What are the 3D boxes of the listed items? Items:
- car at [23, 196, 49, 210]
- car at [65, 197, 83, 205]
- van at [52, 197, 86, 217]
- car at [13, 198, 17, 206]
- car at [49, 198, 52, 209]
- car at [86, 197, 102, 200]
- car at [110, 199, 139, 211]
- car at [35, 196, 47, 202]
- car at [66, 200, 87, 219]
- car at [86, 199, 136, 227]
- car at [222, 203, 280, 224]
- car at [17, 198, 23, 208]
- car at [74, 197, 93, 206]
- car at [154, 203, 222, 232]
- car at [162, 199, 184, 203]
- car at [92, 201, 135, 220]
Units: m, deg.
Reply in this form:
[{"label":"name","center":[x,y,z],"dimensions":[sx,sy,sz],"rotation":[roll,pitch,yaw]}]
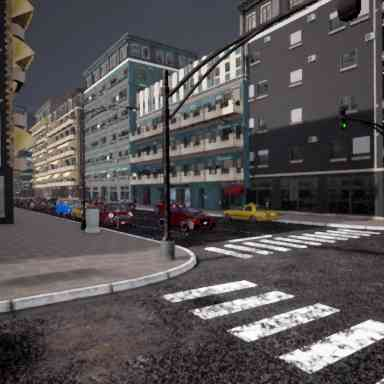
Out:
[{"label":"car","center":[-21.869,1.627,46.489],"dimensions":[1.967,1.590,4.097],"rotation":[-1,1,-36]},{"label":"car","center":[-21.478,1.644,60.366],"dimensions":[2.008,1.369,4.403],"rotation":[-1,1,-36]},{"label":"van","center":[-12.223,1.482,32.975],"dimensions":[1.690,1.788,3.998],"rotation":[-1,1,-36]},{"label":"car","center":[-31.514,1.782,60.002],"dimensions":[1.887,1.381,4.507],"rotation":[-1,1,-36]},{"label":"car","center":[-19.933,1.656,48.393],"dimensions":[1.837,1.490,4.892],"rotation":[-1,0,-35]},{"label":"car","center":[-15.049,1.500,51.356],"dimensions":[1.967,1.590,4.097],"rotation":[-1,1,-36]},{"label":"car","center":[-8.616,1.580,42.349],"dimensions":[2.008,1.369,4.403],"rotation":[-1,1,-36]},{"label":"car","center":[-37.556,1.727,82.888],"dimensions":[1.887,1.381,4.507],"rotation":[-1,1,-36]},{"label":"car","center":[-8.906,1.651,28.334],"dimensions":[1.752,1.417,4.829],"rotation":[-1,1,-36]},{"label":"car","center":[-5.791,1.552,23.968],"dimensions":[1.967,1.590,4.097],"rotation":[-1,1,-36]},{"label":"car","center":[4.147,1.497,24.471],"dimensions":[1.752,1.417,4.829],"rotation":[-1,1,-36]},{"label":"car","center":[-25.082,1.769,50.993],"dimensions":[1.947,1.339,4.313],"rotation":[-1,1,-36]},{"label":"car","center":[-18.262,1.642,55.862],"dimensions":[1.947,1.339,4.313],"rotation":[-1,1,-36]},{"label":"car","center":[-0.392,1.622,20.865],"dimensions":[1.994,1.385,4.181],"rotation":[-1,1,-36]},{"label":"car","center":[-2.186,1.440,33.339],"dimensions":[1.967,1.590,4.097],"rotation":[-1,1,-36]},{"label":"car","center":[-7.316,1.635,30.564],"dimensions":[2.033,1.411,5.357],"rotation":[-1,1,-36]}]
